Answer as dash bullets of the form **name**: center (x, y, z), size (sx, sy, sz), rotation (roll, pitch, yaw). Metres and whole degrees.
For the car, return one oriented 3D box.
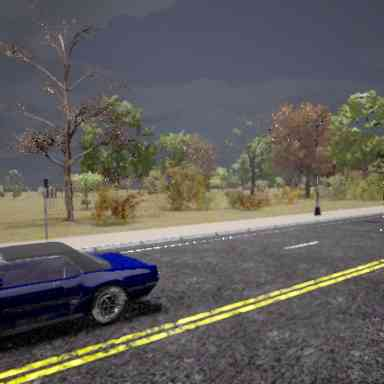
- **car**: center (-3.021, 1.589, 5.522), size (4.718, 1.301, 1.895), rotation (-2, 1, -35)
